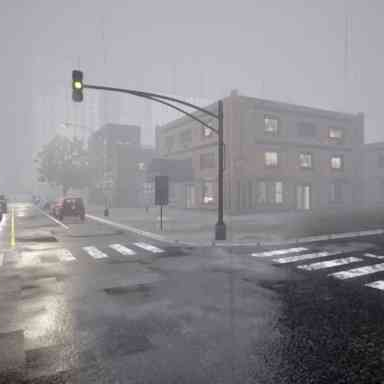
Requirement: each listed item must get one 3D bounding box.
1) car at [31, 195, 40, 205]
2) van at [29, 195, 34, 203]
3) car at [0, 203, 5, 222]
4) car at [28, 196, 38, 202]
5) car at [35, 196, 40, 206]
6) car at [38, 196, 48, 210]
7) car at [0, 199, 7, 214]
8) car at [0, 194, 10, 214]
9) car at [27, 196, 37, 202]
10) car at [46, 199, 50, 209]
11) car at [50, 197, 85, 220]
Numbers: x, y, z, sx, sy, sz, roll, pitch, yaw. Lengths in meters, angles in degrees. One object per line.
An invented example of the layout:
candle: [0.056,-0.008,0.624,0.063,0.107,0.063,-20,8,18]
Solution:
car: [-26.113,1.638,57.226,1.802,1.307,4.206,0,0,-28]
van: [-31.365,1.418,66.950,1.690,1.788,3.998,0,0,-28]
car: [-11.380,1.555,17.778,2.033,1.411,5.357,0,0,-28]
car: [-36.615,1.682,76.672,1.802,1.307,4.206,0,0,-28]
car: [-20.862,1.589,47.503,2.008,1.369,4.403,0,0,-28]
car: [-18.237,1.597,42.642,1.947,1.339,4.313,0,0,-28]
car: [-15.847,1.541,26.099,1.812,1.442,4.674,0,0,-28]
car: [-20.827,1.247,35.462,2.150,2.045,5.566,0,0,-28]
car: [-39.242,1.678,81.535,1.947,1.339,4.313,0,0,-28]
car: [-12.986,1.585,32.918,1.947,1.339,4.313,0,0,-28]
car: [-10.359,1.329,28.057,2.192,1.841,5.009,0,0,-28]
